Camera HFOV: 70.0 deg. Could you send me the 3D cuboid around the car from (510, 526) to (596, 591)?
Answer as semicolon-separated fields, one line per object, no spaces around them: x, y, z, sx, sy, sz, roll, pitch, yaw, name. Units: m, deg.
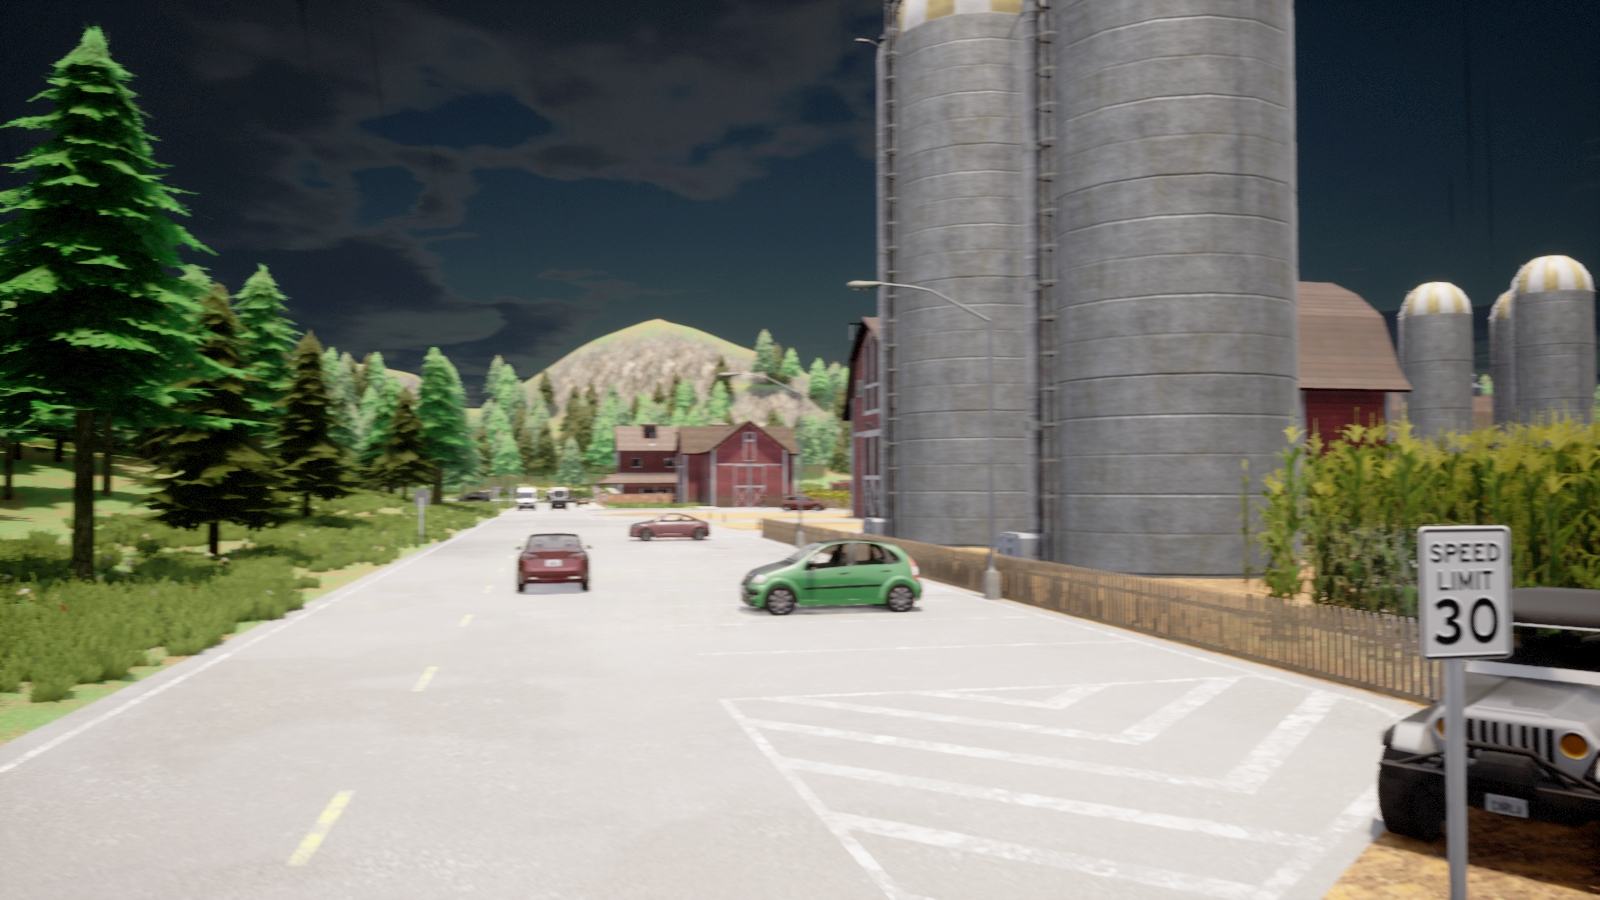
-6.872;2.959;31.928;2.163;1.488;4.792;0;-2;-12;car
